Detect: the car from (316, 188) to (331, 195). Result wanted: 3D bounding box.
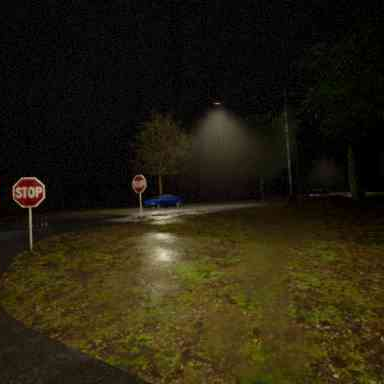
[{"bbox_3d":[30.398,-0.180,75.676,2.033,1.411,5.357,-3,-1,29],"label":"car"}]

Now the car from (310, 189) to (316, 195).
[{"bbox_3d":[31.599,-0.072,84.838,1.895,1.301,4.718,-4,-1,34],"label":"car"}]

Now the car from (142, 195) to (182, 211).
[{"bbox_3d":[-3.056,1.061,34.553,1.882,1.535,5.008,-4,-1,35],"label":"car"}]
